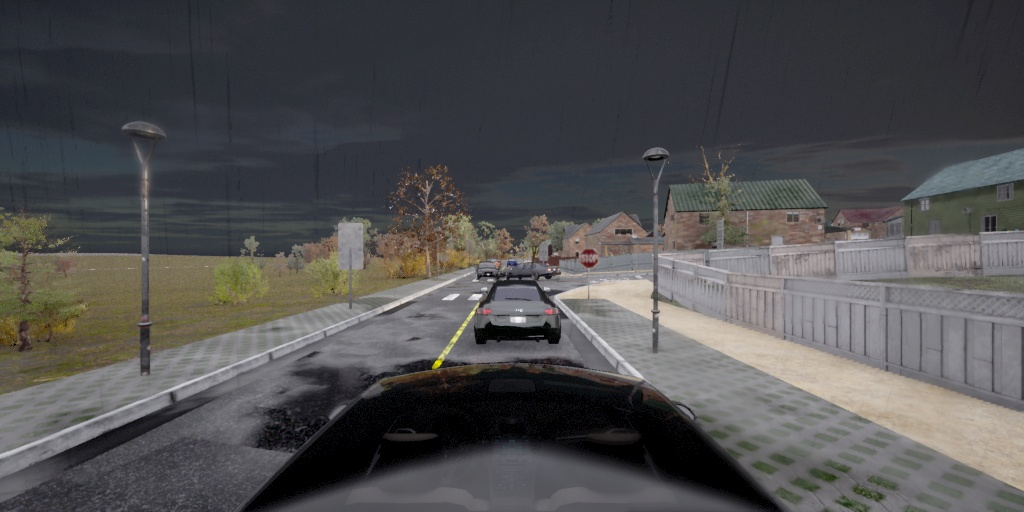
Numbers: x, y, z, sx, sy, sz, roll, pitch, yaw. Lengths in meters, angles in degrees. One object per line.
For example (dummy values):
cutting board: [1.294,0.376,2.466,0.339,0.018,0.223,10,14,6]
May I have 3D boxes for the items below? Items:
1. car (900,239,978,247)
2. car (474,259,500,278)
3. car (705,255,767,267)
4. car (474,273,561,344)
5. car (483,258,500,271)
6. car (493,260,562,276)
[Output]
car: [23.889,-0.208,20.532,4.902,1.511,2.128,-3,0,14]
car: [-2.248,1.257,31.491,1.837,1.490,4.892,0,0,-8]
car: [14.389,0.413,22.954,4.181,1.385,1.994,-3,0,16]
car: [0.103,1.313,9.565,1.994,1.385,4.181,0,0,-1]
car: [-2.843,1.120,51.309,2.097,1.767,4.553,0,0,1]
car: [1.339,1.197,28.579,5.357,1.411,2.033,-4,-3,43]
